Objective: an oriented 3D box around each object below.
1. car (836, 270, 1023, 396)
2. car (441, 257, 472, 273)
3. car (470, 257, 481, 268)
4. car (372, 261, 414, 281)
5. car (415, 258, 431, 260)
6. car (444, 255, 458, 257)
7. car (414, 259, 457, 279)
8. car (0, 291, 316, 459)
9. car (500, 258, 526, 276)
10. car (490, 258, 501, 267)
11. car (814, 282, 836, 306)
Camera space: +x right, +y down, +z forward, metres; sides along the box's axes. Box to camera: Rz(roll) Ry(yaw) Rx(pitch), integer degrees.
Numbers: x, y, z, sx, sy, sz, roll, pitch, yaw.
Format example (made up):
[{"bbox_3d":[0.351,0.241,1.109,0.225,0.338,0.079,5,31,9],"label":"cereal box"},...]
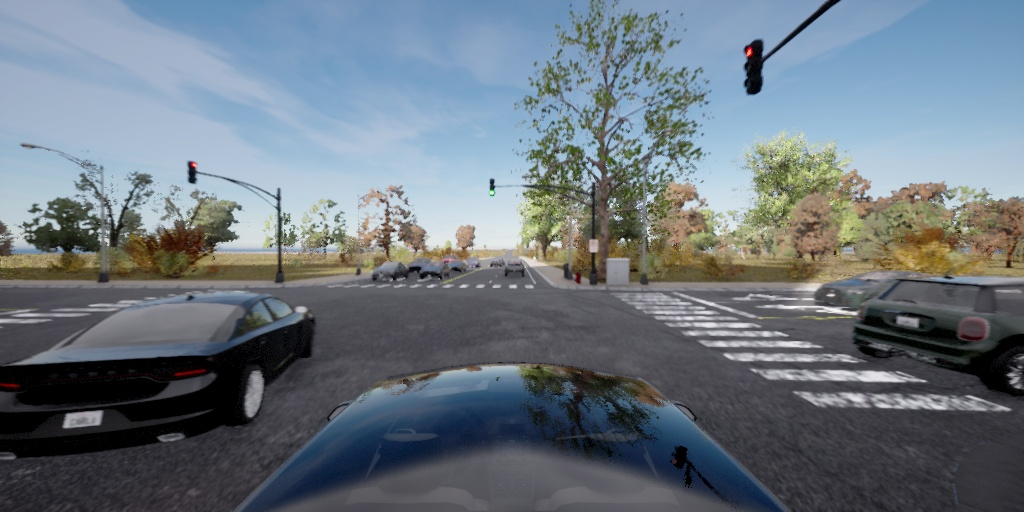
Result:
[{"bbox_3d":[8.874,1.131,6.289,4.553,1.767,2.097,0,1,-4],"label":"car"},{"bbox_3d":[-6.289,1.168,41.051,2.033,1.411,5.357,0,0,1],"label":"car"},{"bbox_3d":[-6.012,0.927,54.597,2.097,1.767,4.553,0,0,1],"label":"car"},{"bbox_3d":[-9.767,1.182,29.239,1.812,1.442,4.674,0,0,1],"label":"car"},{"bbox_3d":[-9.601,0.982,38.165,2.097,1.767,4.553,0,0,1],"label":"car"},{"bbox_3d":[-9.276,0.798,54.043,2.150,2.045,5.566,0,0,2],"label":"car"},{"bbox_3d":[-6.481,1.199,30.978,2.033,1.411,5.357,0,0,1],"label":"car"},{"bbox_3d":[-4.489,1.277,5.519,1.882,1.535,5.008,1,0,-17],"label":"car"},{"bbox_3d":[0.278,1.131,35.203,2.128,1.511,4.902,0,0,1],"label":"car"},{"bbox_3d":[-2.654,1.107,59.149,2.033,1.411,5.357,0,0,1],"label":"car"},{"bbox_3d":[13.441,1.220,12.776,4.181,1.385,1.994,0,1,3],"label":"car"}]
